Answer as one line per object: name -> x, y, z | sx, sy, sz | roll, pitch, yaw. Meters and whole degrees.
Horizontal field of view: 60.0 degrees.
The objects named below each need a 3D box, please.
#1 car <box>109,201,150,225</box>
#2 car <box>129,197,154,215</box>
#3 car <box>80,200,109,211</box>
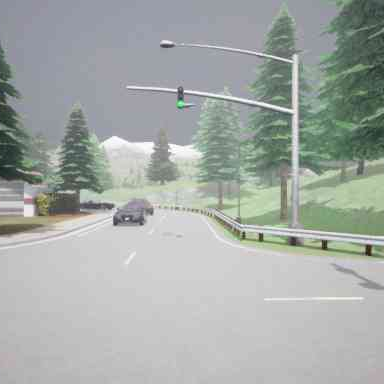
car -> -4.317, 1.560, 23.600 | 1.994, 1.385, 4.181 | 0, 0, -3
car -> -5.278, 1.346, 33.378 | 2.097, 1.767, 4.553 | 0, 0, -20
car -> -11.952, 1.600, 41.031 | 4.718, 1.301, 1.895 | 0, 0, 13
